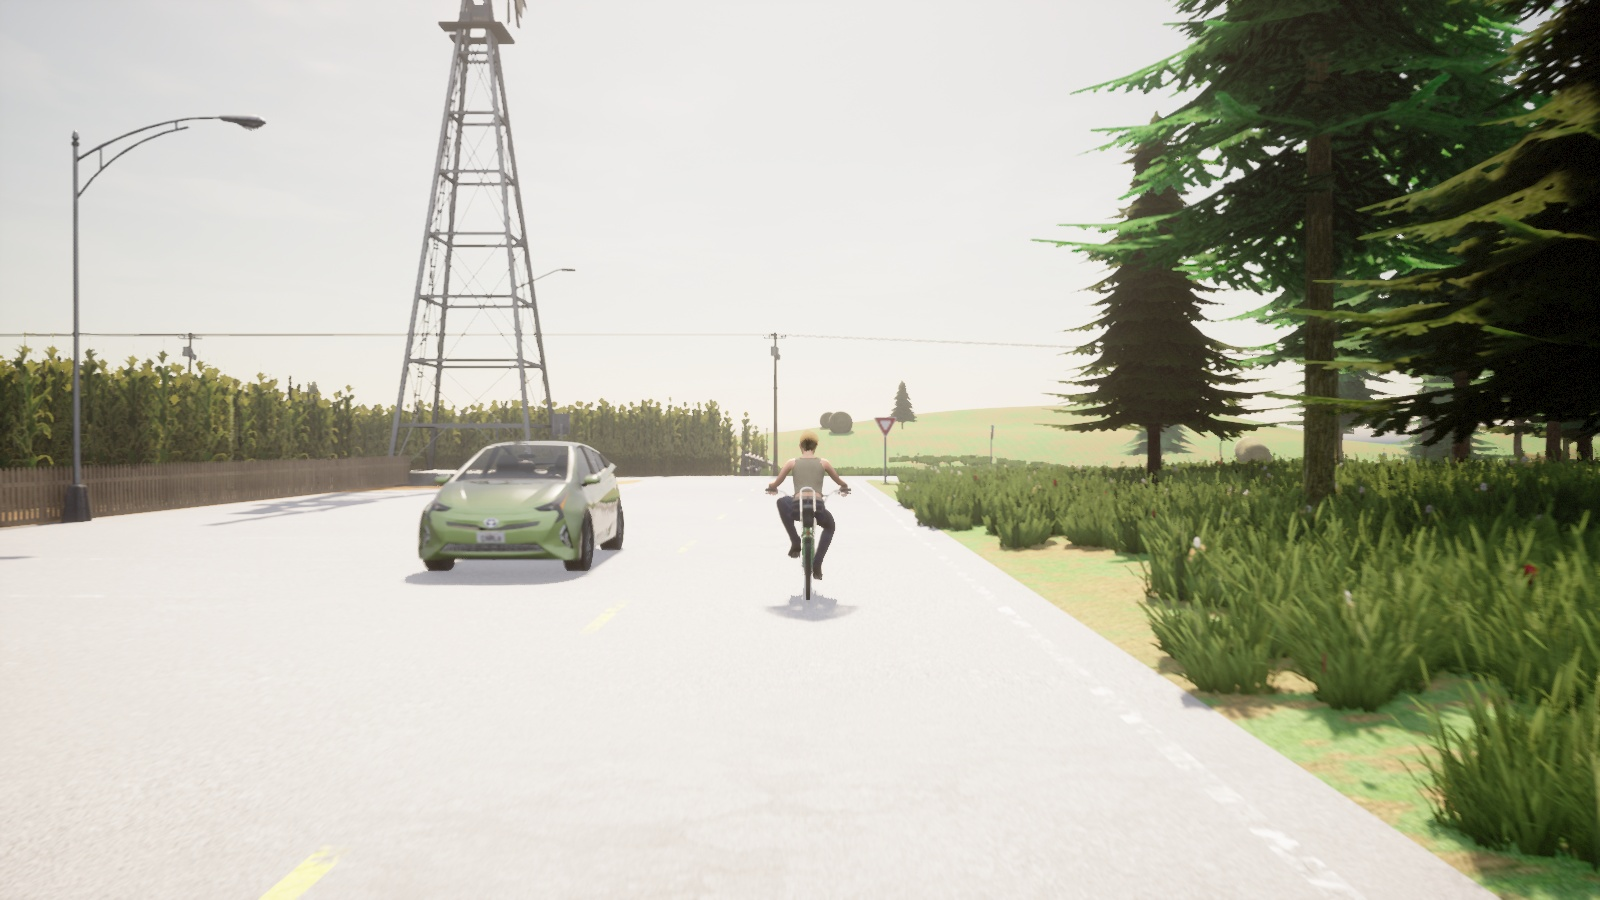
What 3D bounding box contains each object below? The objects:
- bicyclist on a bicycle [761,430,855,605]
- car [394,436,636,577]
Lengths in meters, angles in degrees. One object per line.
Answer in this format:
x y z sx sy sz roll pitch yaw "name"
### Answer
0.080 0.614 12.293 0.866 1.612 1.509 0 0 1 "bicyclist on a bicycle"
-3.394 0.601 15.909 2.007 1.525 4.514 0 0 0 "car"
